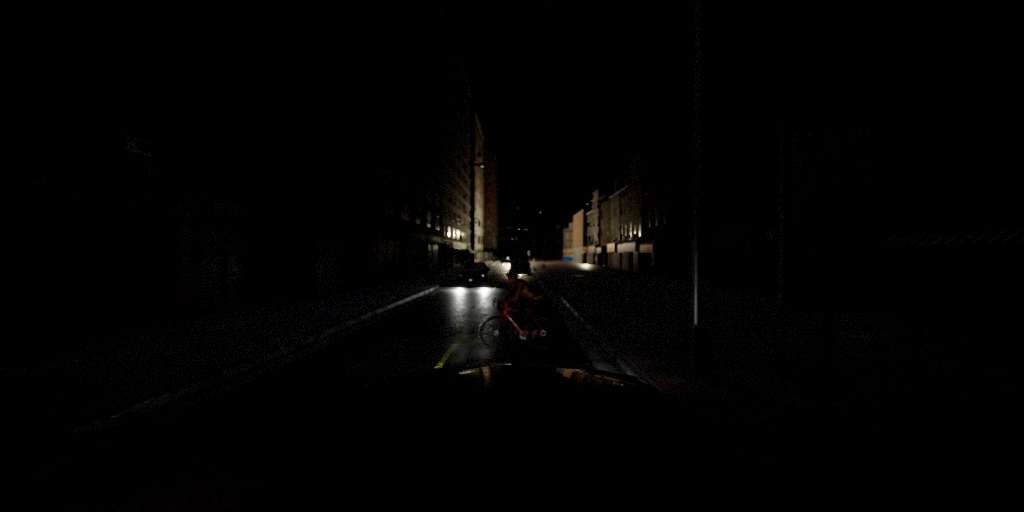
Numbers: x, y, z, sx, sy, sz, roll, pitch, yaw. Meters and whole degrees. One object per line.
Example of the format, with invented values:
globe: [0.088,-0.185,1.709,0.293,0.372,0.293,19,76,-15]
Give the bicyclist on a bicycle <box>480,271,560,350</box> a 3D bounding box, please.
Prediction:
bicyclist on a bicycle: [0.160,1.142,7.414,1.656,1.620,0.582,0,0,1]

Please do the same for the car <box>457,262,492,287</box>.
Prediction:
car: [-2.361,1.116,23.299,1.812,1.442,4.674,0,0,2]

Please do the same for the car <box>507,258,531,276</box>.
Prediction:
car: [0.788,1.004,33.830,1.882,1.535,5.008,0,1,2]
